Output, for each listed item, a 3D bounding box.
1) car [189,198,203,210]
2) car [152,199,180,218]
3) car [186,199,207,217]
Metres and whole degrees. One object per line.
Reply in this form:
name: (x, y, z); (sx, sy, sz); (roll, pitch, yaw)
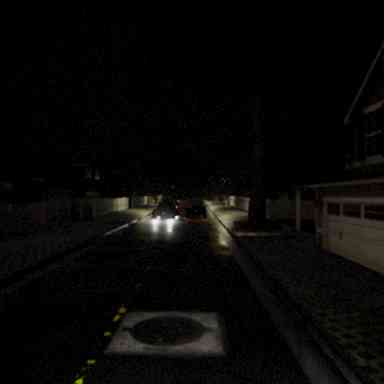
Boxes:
car: (0.578, 1.649, 45.114); (1.812, 1.442, 4.674); (0, 0, 1)
car: (-2.409, 1.636, 30.239); (1.994, 1.385, 4.181); (0, 0, 1)
car: (0.426, 1.559, 31.930); (1.882, 1.535, 5.008); (0, -1, 1)
